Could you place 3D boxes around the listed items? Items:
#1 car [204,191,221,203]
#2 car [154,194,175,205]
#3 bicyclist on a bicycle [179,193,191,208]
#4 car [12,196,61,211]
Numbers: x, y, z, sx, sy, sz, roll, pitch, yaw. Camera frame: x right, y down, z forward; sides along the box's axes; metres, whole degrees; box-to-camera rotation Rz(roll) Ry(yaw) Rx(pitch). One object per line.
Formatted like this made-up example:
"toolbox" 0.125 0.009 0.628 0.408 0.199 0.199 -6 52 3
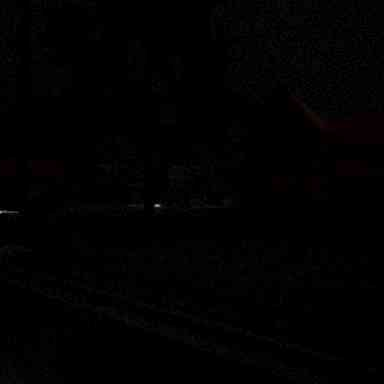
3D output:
"car" 3.636 0.890 58.520 2.150 2.045 5.566 1 0 14
"car" -4.540 1.153 51.332 1.837 1.490 4.892 1 0 34
"bicyclist on a bicycle" -0.837 0.979 38.251 1.656 1.620 0.582 1 1 34
"car" -16.042 1.148 34.478 1.837 1.490 4.892 1 1 34
